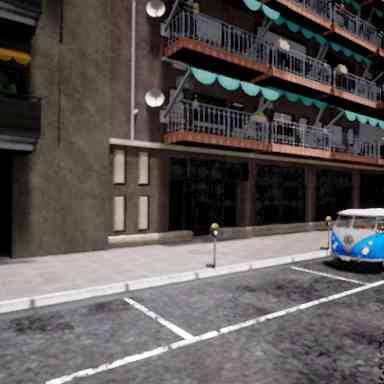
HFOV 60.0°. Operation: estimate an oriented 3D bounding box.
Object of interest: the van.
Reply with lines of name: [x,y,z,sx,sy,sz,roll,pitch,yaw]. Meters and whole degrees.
van: [6.227,1.449,10.985,3.998,1.788,1.690,1,0,-35]
